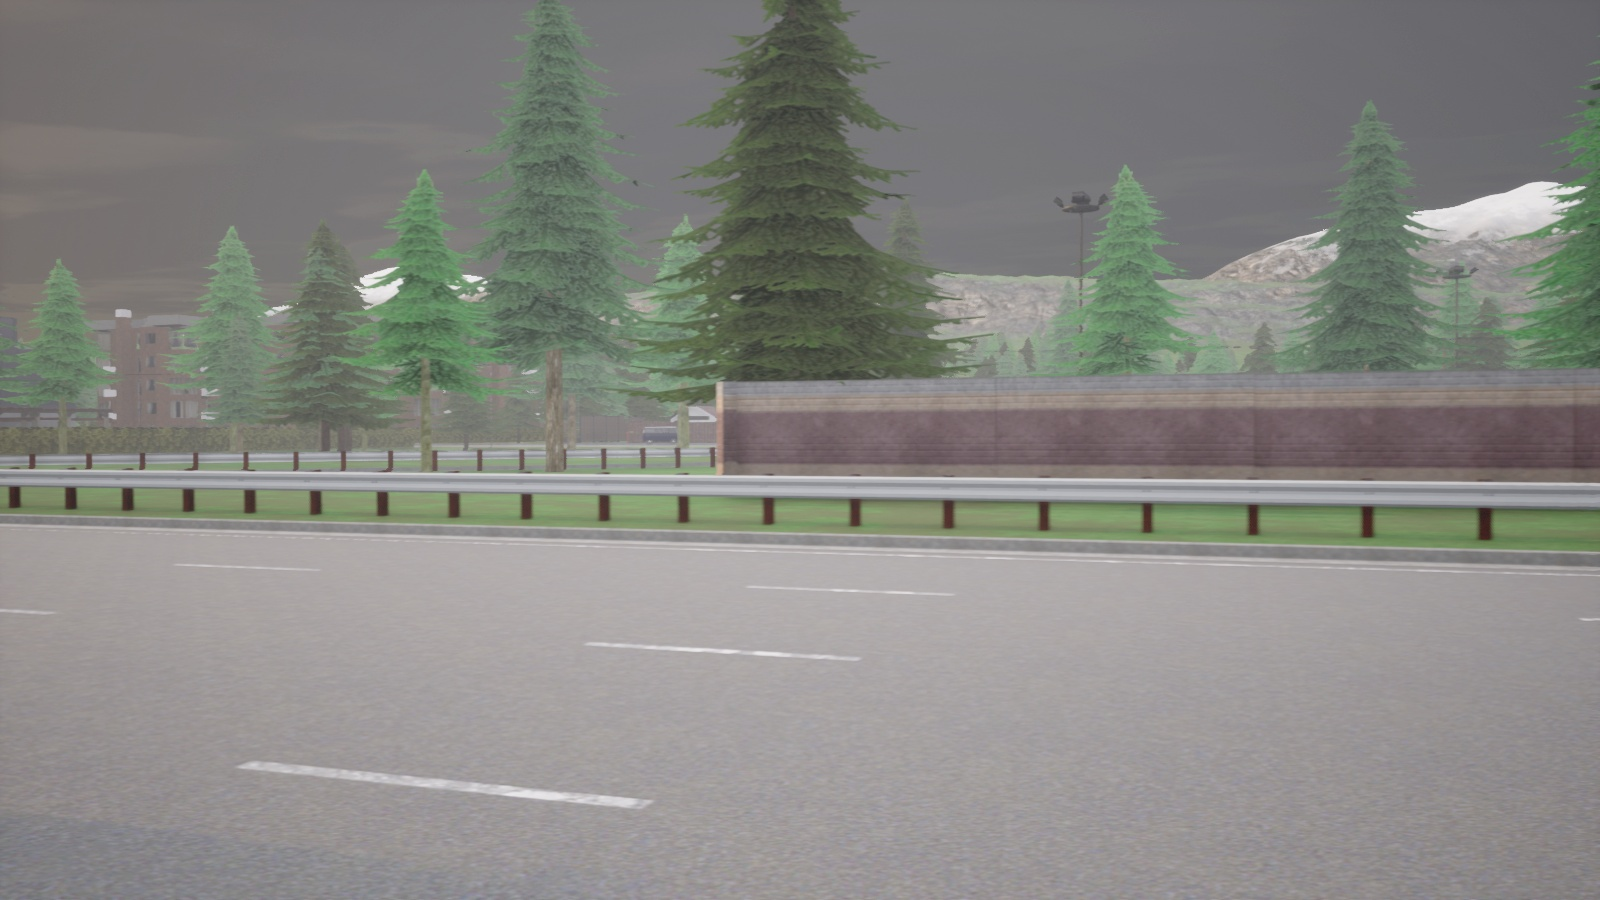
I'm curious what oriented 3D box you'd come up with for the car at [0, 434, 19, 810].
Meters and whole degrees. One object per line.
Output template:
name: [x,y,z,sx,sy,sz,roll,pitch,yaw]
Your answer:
car: [-5.301,0.705,4.978,3.705,1.549,1.789,0,1,19]
